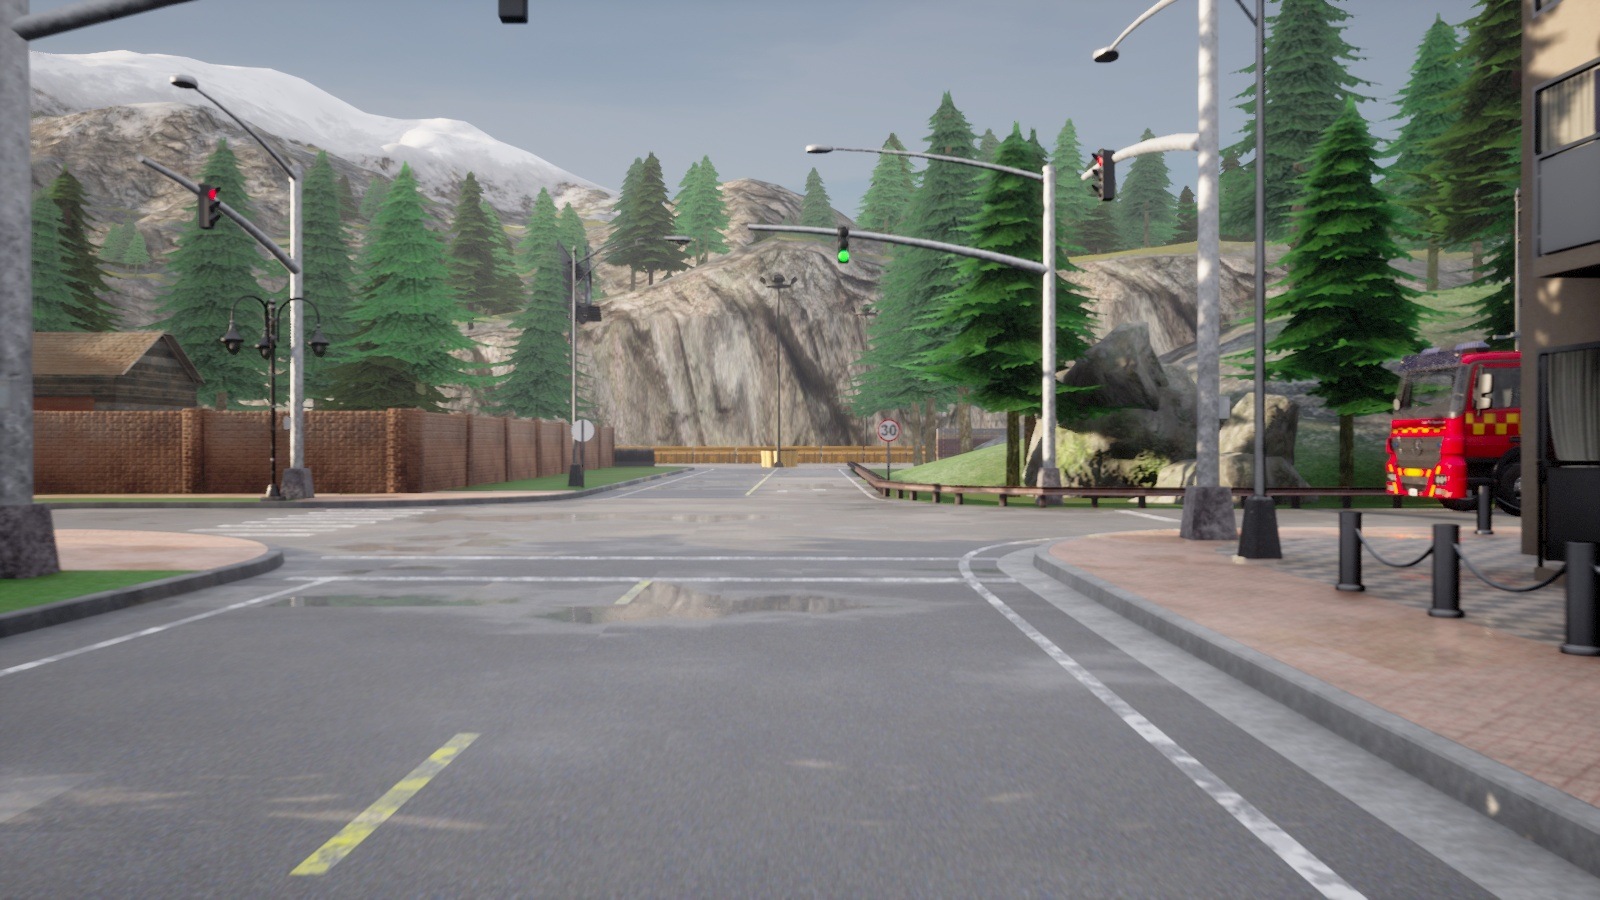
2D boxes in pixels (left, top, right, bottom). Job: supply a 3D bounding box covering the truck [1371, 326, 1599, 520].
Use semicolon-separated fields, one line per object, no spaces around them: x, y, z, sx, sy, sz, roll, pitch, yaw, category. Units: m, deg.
16.871;-0.538;26.341;8.468;3.827;2.891;0;0;0;truck
